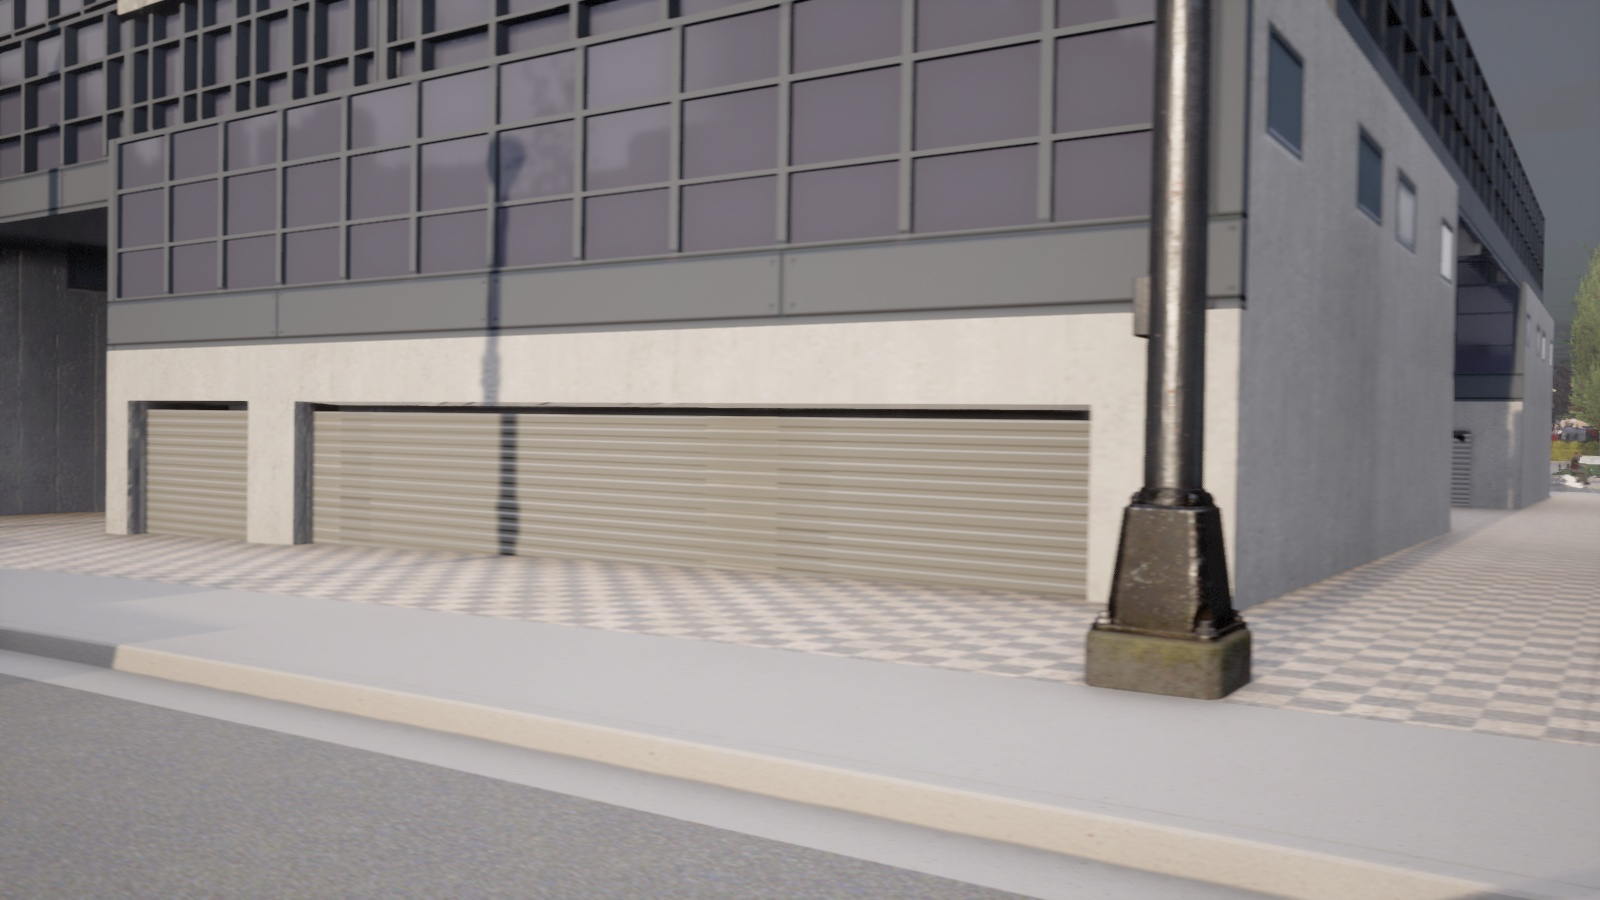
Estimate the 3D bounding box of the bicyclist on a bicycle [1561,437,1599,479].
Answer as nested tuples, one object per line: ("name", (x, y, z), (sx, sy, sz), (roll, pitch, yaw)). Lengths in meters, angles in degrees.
("bicyclist on a bicycle", (33.863, 0.340, 54.046), (1.843, 1.776, 0.659), (0, 1, 33))
